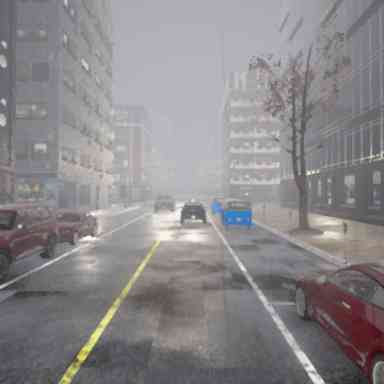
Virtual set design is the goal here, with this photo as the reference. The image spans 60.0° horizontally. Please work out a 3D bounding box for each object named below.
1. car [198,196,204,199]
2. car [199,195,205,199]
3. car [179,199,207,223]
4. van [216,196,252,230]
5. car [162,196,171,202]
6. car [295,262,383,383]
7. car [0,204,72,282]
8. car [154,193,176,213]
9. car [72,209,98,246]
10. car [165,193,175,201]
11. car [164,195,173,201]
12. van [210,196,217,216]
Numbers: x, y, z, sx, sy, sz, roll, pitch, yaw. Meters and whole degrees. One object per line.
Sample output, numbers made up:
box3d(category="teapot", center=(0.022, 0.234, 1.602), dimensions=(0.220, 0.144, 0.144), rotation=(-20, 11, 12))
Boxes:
box3d(category="car", center=(0.078, 1.538, 40.582), dimensions=(2.033, 1.411, 5.357), rotation=(0, 0, 0))
box3d(category="car", center=(2.658, 1.510, 87.009), dimensions=(1.752, 1.417, 4.829), rotation=(1, 0, 0))
box3d(category="car", center=(0.088, 1.495, 25.156), dimensions=(1.837, 1.490, 4.892), rotation=(0, -1, 0))
box3d(category="van", center=(2.697, 1.336, 20.924), dimensions=(1.690, 1.788, 3.998), rotation=(1, 0, 0))
box3d(category="car", center=(-5.716, 1.567, 75.405), dimensions=(1.802, 1.307, 4.206), rotation=(1, 0, 0))
box3d(category="car", center=(2.702, 1.581, 4.400), dimensions=(1.802, 1.307, 4.206), rotation=(1, 0, 0))
box3d(category="car", center=(-5.676, 1.312, 9.885), dimensions=(2.192, 1.841, 5.009), rotation=(1, 0, 0))
box3d(category="car", center=(-3.020, 1.271, 37.580), dimensions=(2.150, 2.045, 5.566), rotation=(0, 0, 0))
box3d(category="car", center=(-5.683, 1.541, 15.396), dimensions=(1.887, 1.381, 4.507), rotation=(1, 0, 0))
box3d(category="car", center=(-5.717, 1.299, 86.774), dimensions=(2.192, 1.841, 5.009), rotation=(1, 0, 0))
box3d(category="car", center=(-5.718, 1.510, 80.919), dimensions=(1.752, 1.417, 4.829), rotation=(1, 0, 0))
box3d(category="van", center=(2.691, 1.333, 31.941), dimensions=(1.690, 1.788, 3.998), rotation=(1, 0, 0))
